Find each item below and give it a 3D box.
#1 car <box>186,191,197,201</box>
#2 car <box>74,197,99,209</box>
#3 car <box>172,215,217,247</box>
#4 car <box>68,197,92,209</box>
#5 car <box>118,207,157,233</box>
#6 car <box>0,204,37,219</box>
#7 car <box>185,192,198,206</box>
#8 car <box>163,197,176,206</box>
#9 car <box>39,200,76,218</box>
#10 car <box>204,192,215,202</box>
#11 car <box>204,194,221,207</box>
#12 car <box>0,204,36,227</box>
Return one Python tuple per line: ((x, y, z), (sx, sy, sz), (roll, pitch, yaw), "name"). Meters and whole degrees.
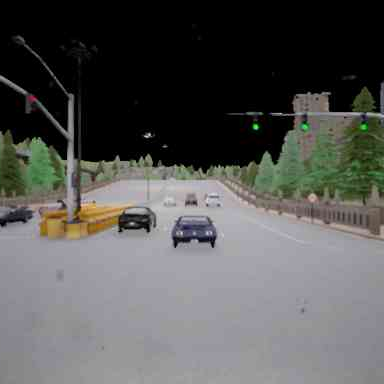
((-0.179, 0.744, 65.492), (2.128, 1.511, 4.902), (0, 5, 0), "car")
((-14.062, 1.821, 44.928), (1.882, 1.535, 5.008), (0, 1, 0), "car")
((0.098, 1.750, 15.890), (1.895, 1.301, 4.718), (0, -1, 0), "car")
((-17.604, 1.626, 52.330), (2.128, 1.511, 4.902), (0, 2, 0), "car")
((-3.403, 1.677, 21.385), (1.882, 1.535, 5.008), (0, -1, 0), "car")
((-17.585, 1.910, 33.337), (1.895, 1.301, 4.718), (0, -1, 0), "car")
((-0.121, 1.350, 55.301), (2.097, 1.767, 4.553), (0, 3, 0), "car")
((-3.620, 1.526, 55.246), (1.812, 1.442, 4.674), (0, 3, 0), "car")
((-14.082, 1.849, 34.742), (1.812, 1.442, 4.674), (0, -1, 0), "car")
((3.328, 0.954, 64.400), (1.895, 1.301, 4.718), (0, 5, 0), "car")
((3.387, 1.291, 53.930), (2.150, 2.045, 5.566), (0, 3, 0), "car")
((-14.100, 1.783, 25.339), (2.033, 1.411, 5.357), (0, -1, 0), "car")
